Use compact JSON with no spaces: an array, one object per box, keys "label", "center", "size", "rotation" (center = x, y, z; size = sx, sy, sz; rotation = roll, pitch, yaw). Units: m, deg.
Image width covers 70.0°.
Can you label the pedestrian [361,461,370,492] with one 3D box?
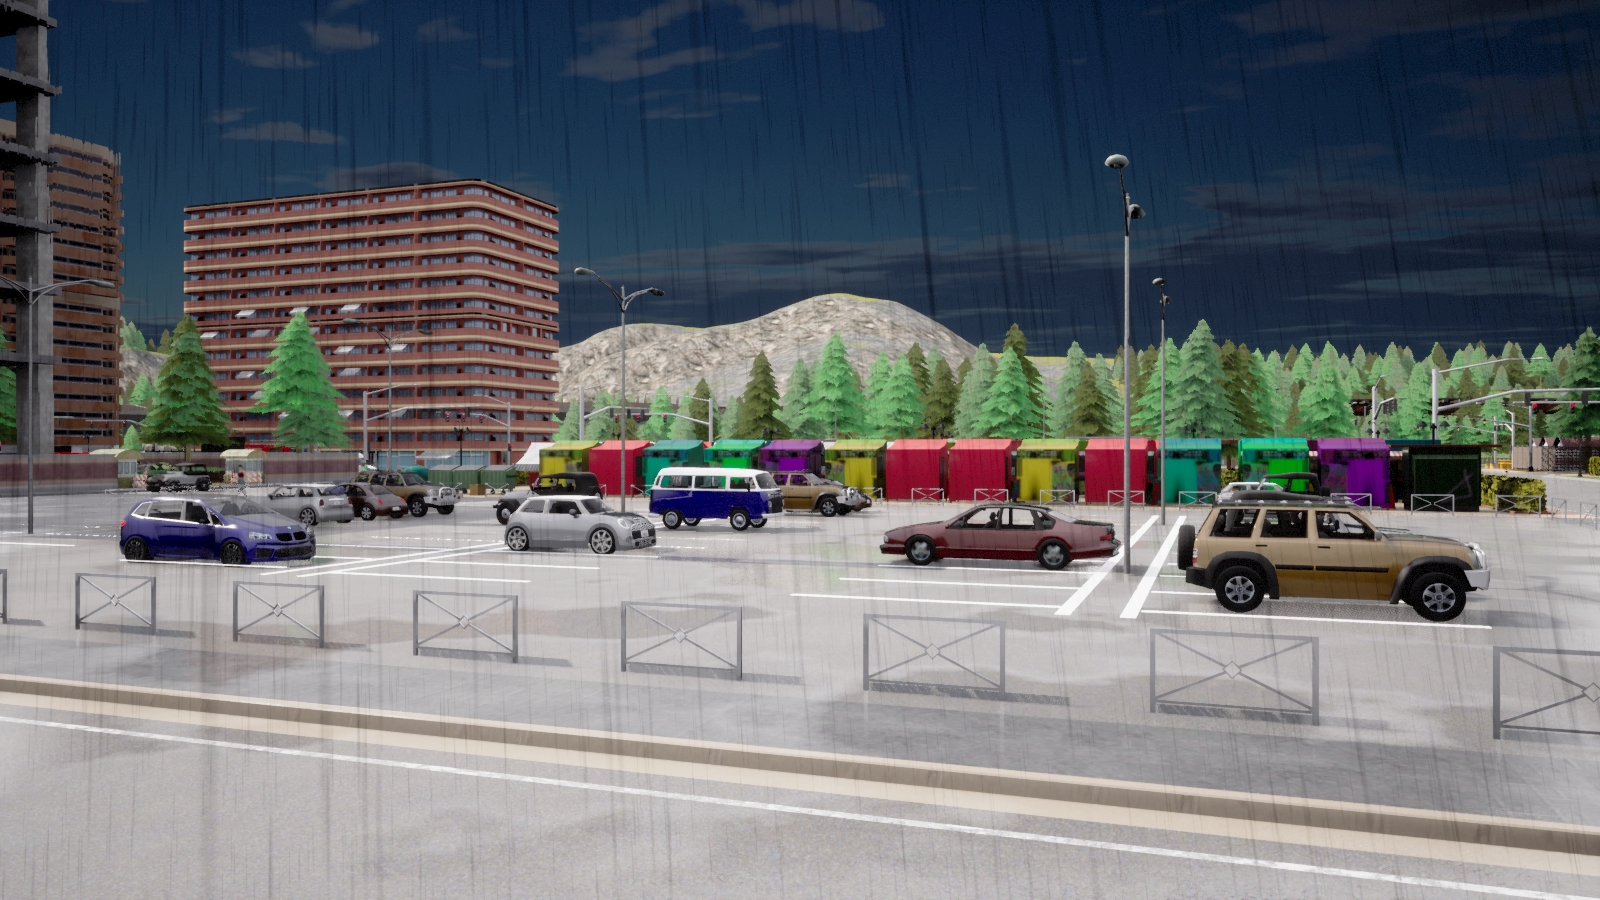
[{"label":"pedestrian","center":[-26.815,1.641,70.517],"size":[0.375,1.860,0.375],"rotation":[0,0,19]}]

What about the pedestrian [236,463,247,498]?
[{"label":"pedestrian","center":[-29.929,1.643,61.270],"size":[0.375,1.860,0.375],"rotation":[0,0,19]}]
